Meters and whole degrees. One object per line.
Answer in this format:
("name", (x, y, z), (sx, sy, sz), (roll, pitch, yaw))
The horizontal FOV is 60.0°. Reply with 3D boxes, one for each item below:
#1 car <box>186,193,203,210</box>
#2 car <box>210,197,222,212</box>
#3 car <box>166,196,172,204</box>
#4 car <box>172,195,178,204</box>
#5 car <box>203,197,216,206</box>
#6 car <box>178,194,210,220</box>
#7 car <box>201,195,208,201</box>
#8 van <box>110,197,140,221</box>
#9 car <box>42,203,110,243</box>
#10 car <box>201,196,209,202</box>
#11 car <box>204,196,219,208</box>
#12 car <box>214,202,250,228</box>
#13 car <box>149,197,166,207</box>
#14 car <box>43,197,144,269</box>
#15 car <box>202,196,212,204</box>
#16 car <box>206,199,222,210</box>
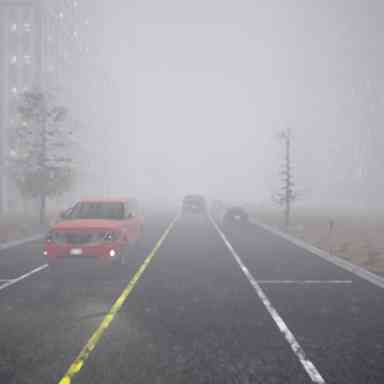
("car", (0.298, 1.241, 44.903), (2.150, 2.045, 5.566), (0, 0, 1))
("car", (2.879, 1.587, 39.260), (1.947, 1.339, 4.313), (0, 0, 0))
("car", (-5.382, 1.574, 61.872), (1.947, 1.339, 4.313), (0, 0, 0))
("car", (-2.675, 1.561, 64.970), (2.033, 1.411, 5.357), (0, 0, 1))
("car", (2.968, 1.591, 56.187), (1.947, 1.339, 4.313), (0, 0, 0))
("car", (0.204, 1.235, 28.749), (2.150, 2.045, 5.566), (0, 0, 1))
("car", (3.119, 1.554, 84.571), (1.752, 1.417, 4.829), (0, 0, 0))
("van", (-5.564, 1.341, 28.025), (1.690, 1.788, 3.998), (0, 0, 0))
("car", (-5.623, 1.436, 16.743), (1.967, 1.590, 4.097), (0, 0, 0))
("car", (3.088, 1.573, 78.758), (1.887, 1.381, 4.507), (0, 0, 0))
("car", (2.938, 1.464, 50.545), (1.967, 1.590, 4.097), (0, 0, 0))
("car", (2.789, 1.582, 22.332), (1.947, 1.339, 4.313), (0, 0, 0))
("car", (-5.442, 1.588, 50.590), (1.802, 1.307, 4.206), (0, 0, 0))
("car", (-3.048, 1.220, 11.568), (2.150, 2.045, 5.566), (0, 0, 0))
("car", (3.029, 1.593, 67.473), (1.947, 1.339, 4.313), (0, 0, 0))
("car", (2.908, 1.605, 44.902), (1.802, 1.307, 4.206), (0, 0, 0))
